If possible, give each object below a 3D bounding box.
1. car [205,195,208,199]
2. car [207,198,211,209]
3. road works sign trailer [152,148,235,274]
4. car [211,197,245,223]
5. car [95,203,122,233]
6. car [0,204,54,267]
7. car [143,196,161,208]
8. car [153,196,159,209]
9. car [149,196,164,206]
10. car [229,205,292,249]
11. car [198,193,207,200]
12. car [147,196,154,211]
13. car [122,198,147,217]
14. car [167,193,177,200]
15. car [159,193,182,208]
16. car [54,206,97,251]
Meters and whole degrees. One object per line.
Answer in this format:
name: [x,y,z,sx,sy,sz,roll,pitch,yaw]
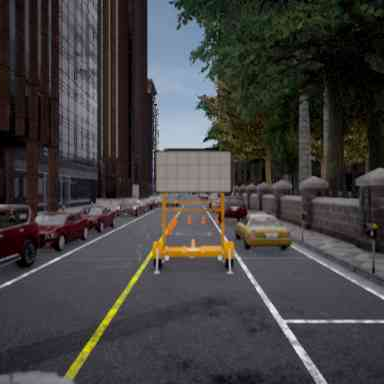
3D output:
car: [2.943,1.454,41.173,1.947,1.339,4.313,0,0,0]
car: [2.920,1.427,35.886,1.752,1.417,4.829,0,0,0]
road works sign trailer: [0.046,0.432,10.447,2.380,3.560,2.880,0,0,0]
car: [2.871,1.245,24.803,2.192,1.841,5.009,0,0,0]
car: [-5.678,1.488,19.381,1.887,1.381,4.507,0,0,0]
car: [-5.725,1.289,8.466,2.192,1.841,5.009,0,0,0]
car: [-5.558,1.315,46.665,1.967,1.590,4.097,0,0,0]
car: [-5.582,1.433,41.208,1.887,1.381,4.507,0,0,0]
car: [-5.535,1.387,51.952,1.752,1.417,4.829,0,0,0]
car: [2.824,1.483,14.060,1.752,1.417,4.829,0,0,0]
car: [3.131,1.230,84.055,1.967,1.590,4.097,0,0,0]
car: [-5.606,1.452,35.752,2.008,1.369,4.403,0,0,0]
car: [-5.630,1.356,30.294,1.967,1.590,4.097,0,0,0]
car: [-5.371,1.094,89.529,2.192,1.841,5.009,0,0,0]
car: [-2.874,1.228,45.440,2.097,1.767,4.553,0,0,1]
car: [-5.701,1.503,13.923,1.887,1.381,4.507,0,0,0]
